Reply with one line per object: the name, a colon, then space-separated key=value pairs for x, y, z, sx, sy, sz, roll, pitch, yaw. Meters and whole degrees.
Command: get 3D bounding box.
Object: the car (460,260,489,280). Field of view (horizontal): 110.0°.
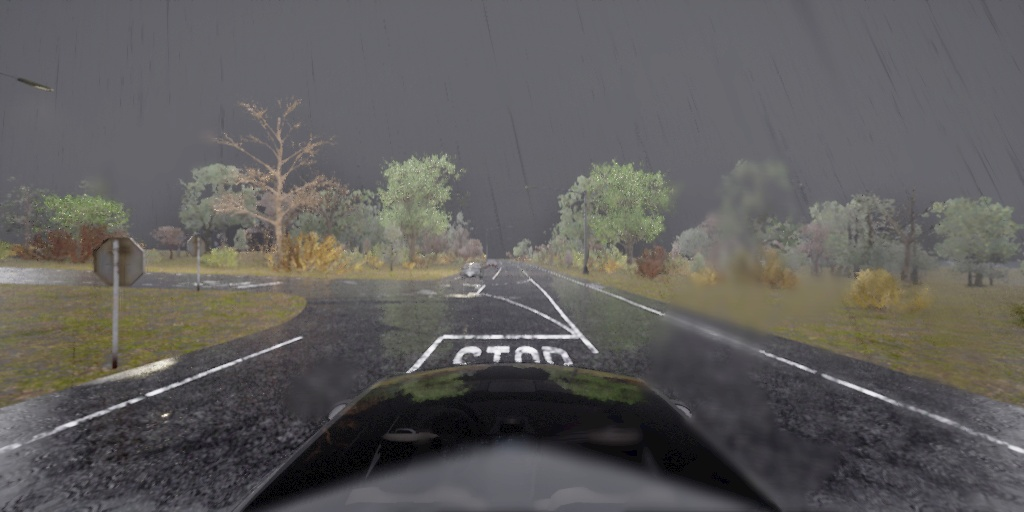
car: x=-3.522 y=1.356 z=32.585 sx=2.128 sy=1.511 sz=4.902 roll=-1 pitch=-1 yaw=0
